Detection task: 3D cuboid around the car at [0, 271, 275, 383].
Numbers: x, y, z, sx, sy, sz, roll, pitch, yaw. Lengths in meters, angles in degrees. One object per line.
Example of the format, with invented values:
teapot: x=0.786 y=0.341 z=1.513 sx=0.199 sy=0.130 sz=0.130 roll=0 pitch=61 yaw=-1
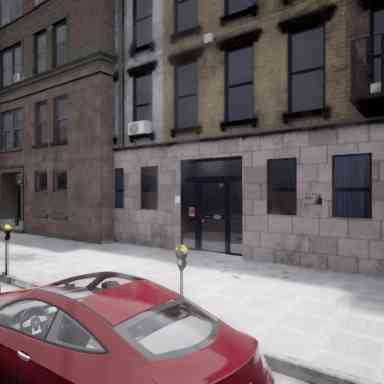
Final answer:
car: x=-1.213 y=1.582 z=3.684 sx=4.206 sy=1.307 sz=1.802 roll=0 pitch=0 yaw=36
